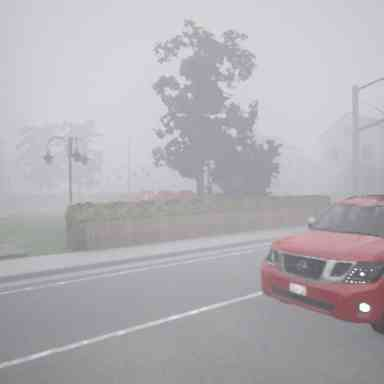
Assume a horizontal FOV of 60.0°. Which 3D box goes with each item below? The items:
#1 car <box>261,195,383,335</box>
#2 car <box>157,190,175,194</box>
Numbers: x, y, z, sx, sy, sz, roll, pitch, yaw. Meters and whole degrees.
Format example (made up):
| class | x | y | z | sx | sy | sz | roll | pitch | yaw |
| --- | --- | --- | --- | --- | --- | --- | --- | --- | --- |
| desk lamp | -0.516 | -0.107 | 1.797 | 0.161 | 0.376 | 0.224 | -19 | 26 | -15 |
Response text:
| class | x | y | z | sx | sy | sz | roll | pitch | yaw |
| --- | --- | --- | --- | --- | --- | --- | --- | --- | --- |
| car | 3.893 | 1.104 | 6.766 | 5.566 | 2.045 | 2.150 | -1 | 1 | -35 |
| car | -3.938 | 0.737 | 55.636 | 2.150 | 2.045 | 5.566 | -1 | 0 | -35 |
